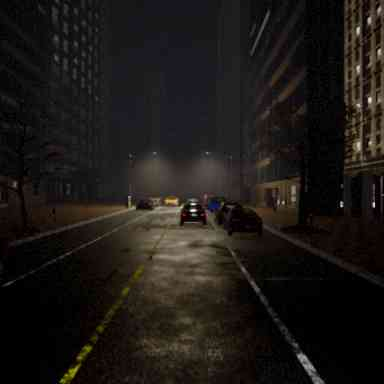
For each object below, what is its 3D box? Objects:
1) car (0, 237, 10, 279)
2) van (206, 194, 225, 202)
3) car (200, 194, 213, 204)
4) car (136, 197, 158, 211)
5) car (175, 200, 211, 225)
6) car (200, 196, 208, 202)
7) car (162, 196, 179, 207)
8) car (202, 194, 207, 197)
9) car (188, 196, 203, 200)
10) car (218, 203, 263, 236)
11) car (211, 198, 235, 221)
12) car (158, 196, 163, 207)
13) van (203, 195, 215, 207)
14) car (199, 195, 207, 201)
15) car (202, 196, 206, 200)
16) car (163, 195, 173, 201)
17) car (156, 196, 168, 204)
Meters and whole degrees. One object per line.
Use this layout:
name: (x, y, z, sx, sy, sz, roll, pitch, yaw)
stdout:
car: (-5.685, 1.545, 7.001, 1.887, 1.381, 4.507, 1, 0, 0)
van: (2.687, 1.341, 35.248, 1.690, 1.788, 3.998, 1, 0, 0)
car: (2.678, 1.307, 63.456, 2.192, 1.841, 5.009, 1, 0, 0)
car: (-5.696, 1.439, 40.859, 1.967, 1.590, 4.097, 1, 0, 0)
car: (0.091, 1.548, 24.334, 2.033, 1.411, 5.357, 0, 0, 0)
car: (2.671, 1.570, 74.739, 1.802, 1.307, 4.206, 1, 0, 0)
car: (-3.065, 1.473, 51.187, 1.882, 1.535, 5.008, 0, 0, 0)
car: (2.683, 1.312, 46.532, 2.192, 1.841, 5.009, 1, 0, 0)
car: (0.083, 1.545, 45.207, 2.033, 1.411, 5.357, 0, 0, 0)
car: (2.691, 1.545, 18.325, 1.887, 1.381, 4.507, 1, 0, 0)
car: (2.690, 1.441, 23.966, 1.967, 1.590, 4.097, 1, 0, 0)
car: (-5.701, 1.546, 52.144, 2.008, 1.369, 4.403, 1, 0, 0)
van: (2.681, 1.337, 52.174, 1.690, 1.788, 3.998, 1, 0, 0)
car: (2.669, 1.511, 80.550, 1.752, 1.417, 4.829, 1, 0, 0)
car: (2.683, 1.550, 40.890, 2.008, 1.369, 4.403, 1, 0, 0)
car: (-5.712, 1.536, 80.358, 2.008, 1.369, 4.403, 1, 0, 0)
car: (-5.706, 1.543, 63.430, 2.008, 1.369, 4.403, 1, 0, 0)
